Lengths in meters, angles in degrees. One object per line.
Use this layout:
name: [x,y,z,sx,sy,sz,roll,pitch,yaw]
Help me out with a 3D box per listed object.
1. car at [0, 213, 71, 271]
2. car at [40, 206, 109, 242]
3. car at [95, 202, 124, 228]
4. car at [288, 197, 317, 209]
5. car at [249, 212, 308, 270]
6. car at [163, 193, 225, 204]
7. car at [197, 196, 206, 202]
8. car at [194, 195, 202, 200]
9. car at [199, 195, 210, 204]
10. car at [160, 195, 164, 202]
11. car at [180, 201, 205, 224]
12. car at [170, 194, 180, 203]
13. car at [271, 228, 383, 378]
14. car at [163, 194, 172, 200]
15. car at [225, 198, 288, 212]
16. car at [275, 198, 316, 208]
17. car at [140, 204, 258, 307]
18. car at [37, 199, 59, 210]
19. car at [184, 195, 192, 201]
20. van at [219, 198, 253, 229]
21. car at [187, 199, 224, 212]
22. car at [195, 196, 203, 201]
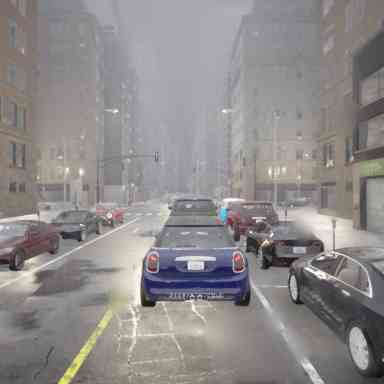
car: [-5.694,1.582,10.817,1.802,1.307,4.206,0,0,0]
car: [-5.710,1.566,16.342,1.947,1.339,4.313,0,0,0]
car: [-5.726,1.441,21.867,1.967,1.590,4.097,0,0,0]
car: [14.912,1.481,45.489,4.902,1.511,2.128,0,0,0]
car: [2.831,1.566,10.850,1.947,1.339,4.313,0,0,0]
car: [0.058,1.222,15.487,2.150,2.045,5.566,0,0,0]
car: [2.105,1.622,77.093,1.802,1.307,4.206,0,0,-1]
car: [1.682,1.620,94.048,1.887,1.381,4.507,0,0,-1]
car: [2.386,1.468,65.787,1.967,1.590,4.097,0,0,-1]
car: [-6.417,1.480,76.890,1.967,1.590,4.097,0,0,-1]
car: [0.025,1.526,26.053,1.812,1.442,4.674,0,0,-1]
car: [-3.613,1.389,71.362,2.097,1.767,4.553,0,0,-1]
car: [2.848,1.551,5.327,2.008,1.369,4.403,0,0,0]
car: [-6.841,1.391,93.850,2.192,1.841,5.009,0,0,-1]
car: [2.816,1.315,16.374,2.192,1.841,5.009,0,0,0]
car: [15.047,1.541,48.741,5.357,1.411,2.033,0,0,0]
car: [0.030,1.352,8.152,2.097,1.767,4.553,0,0,-1]
car: [-17.907,1.540,38.518,4.674,1.442,1.812,0,0,-2]
car: [-1.099,1.616,91.021,1.994,1.385,4.181,0,0,-1]
van: [2.800,1.342,21.898,1.690,1.788,3.998,0,0,0]
car: [1.553,1.555,38.677,4.181,1.385,1.994,0,0,0]
car: [1.824,1.640,88.395,1.802,1.307,4.206,0,0,-1]
